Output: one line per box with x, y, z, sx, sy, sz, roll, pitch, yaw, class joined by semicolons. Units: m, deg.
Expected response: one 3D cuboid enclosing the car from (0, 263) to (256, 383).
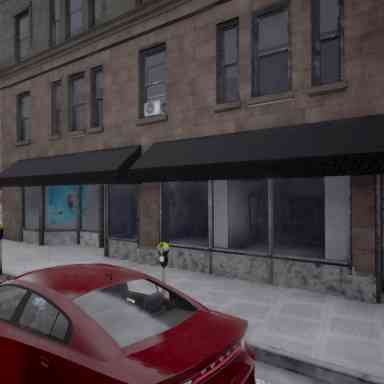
-1.497;1.545;3.933;4.507;1.381;1.887;0;0;36;car
